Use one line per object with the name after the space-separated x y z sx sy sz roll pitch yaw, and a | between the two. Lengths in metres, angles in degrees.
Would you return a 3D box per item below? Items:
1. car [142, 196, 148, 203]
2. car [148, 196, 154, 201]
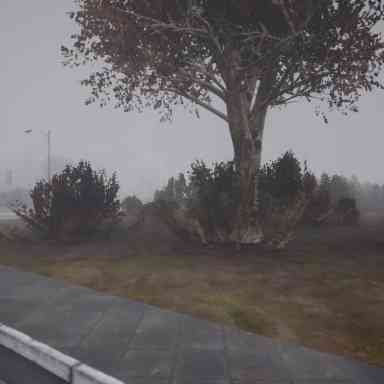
-7.713 1.419 62.918 2.033 1.411 5.357 0 0 33 | car
-4.966 1.110 60.726 2.150 2.045 5.566 0 0 33 | car
